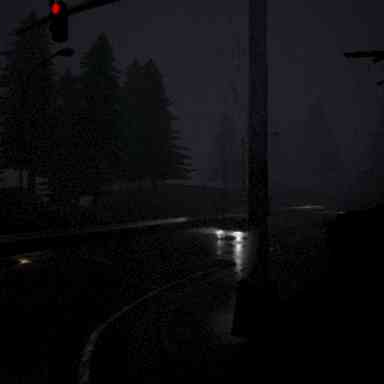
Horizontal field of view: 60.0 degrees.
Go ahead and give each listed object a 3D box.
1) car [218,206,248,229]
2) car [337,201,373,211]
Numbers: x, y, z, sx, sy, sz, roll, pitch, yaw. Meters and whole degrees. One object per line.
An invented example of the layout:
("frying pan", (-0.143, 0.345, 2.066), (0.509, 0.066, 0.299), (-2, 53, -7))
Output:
("car", (3.708, 1.719, 23.884), (1.812, 1.442, 4.674), (0, 0, 36))
("car", (20.286, 1.744, 41.237), (4.181, 1.385, 1.994), (0, 0, -10))
